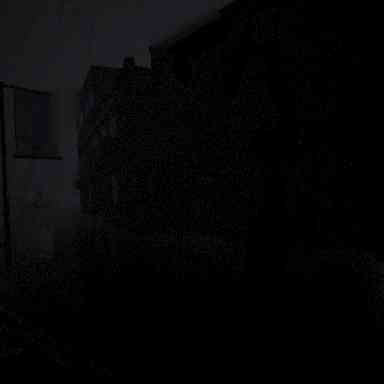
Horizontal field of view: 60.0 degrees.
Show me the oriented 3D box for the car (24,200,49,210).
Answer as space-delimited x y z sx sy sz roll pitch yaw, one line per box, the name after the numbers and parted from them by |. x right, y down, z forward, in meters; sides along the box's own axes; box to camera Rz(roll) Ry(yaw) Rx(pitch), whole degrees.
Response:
-26.303 2.128 56.271 2.128 1.511 4.902 -4 -1 9 | car

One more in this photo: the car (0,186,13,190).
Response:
-46.764 -0.704 80.761 2.231 1.521 4.892 -4 -3 6 | car
